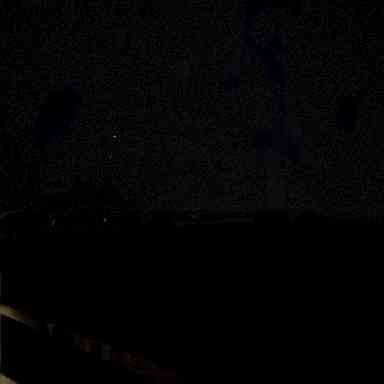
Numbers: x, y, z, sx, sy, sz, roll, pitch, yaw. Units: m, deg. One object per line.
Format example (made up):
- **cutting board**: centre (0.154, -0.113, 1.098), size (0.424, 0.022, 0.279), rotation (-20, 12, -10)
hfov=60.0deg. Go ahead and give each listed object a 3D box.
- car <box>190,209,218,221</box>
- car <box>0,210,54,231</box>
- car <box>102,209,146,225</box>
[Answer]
- **car**: centre (1.608, 3.015, 43.669), size (2.128, 1.511, 4.902), rotation (0, -2, 36)
- **car**: centre (-12.431, 2.048, 23.964), size (1.837, 1.490, 4.892), rotation (0, -2, 34)
- **car**: centre (-6.515, 2.442, 32.334), size (2.128, 1.511, 4.902), rotation (0, -2, 35)
